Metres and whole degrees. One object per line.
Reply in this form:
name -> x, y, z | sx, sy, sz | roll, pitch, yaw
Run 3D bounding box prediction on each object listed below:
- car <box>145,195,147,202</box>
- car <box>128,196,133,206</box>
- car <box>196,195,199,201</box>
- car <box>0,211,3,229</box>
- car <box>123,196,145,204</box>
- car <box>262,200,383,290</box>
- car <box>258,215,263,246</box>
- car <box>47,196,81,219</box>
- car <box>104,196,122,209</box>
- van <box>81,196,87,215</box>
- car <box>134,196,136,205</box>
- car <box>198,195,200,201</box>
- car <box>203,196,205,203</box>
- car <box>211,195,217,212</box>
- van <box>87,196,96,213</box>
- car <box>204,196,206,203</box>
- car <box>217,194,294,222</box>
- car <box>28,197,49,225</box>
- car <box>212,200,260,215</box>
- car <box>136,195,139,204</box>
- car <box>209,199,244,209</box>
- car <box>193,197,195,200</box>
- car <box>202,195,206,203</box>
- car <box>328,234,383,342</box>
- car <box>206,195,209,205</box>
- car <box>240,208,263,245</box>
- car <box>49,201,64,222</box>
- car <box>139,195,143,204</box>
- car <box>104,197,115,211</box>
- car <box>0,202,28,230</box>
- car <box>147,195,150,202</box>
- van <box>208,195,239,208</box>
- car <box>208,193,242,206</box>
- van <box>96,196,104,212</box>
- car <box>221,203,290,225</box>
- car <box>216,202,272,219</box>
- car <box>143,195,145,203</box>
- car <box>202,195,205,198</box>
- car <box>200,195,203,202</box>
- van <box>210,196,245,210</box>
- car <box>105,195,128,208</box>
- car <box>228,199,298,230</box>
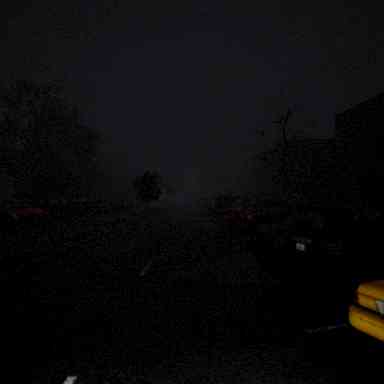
car -> -13.398, 1.903, 74.680 | 5.008, 1.535, 2.097 | -1, 0, -22
car -> -12.907, 1.794, 53.999 | 5.366, 1.575, 1.946 | -1, -1, -20
car -> 4.635, 1.664, 80.288 | 5.566, 2.045, 2.435 | 1, 0, -23
car -> -13.230, 1.650, 17.818 | 4.792, 1.488, 2.163 | -1, -1, -20
car -> -13.550, 1.794, 77.633 | 4.553, 1.767, 2.185 | -1, -1, -22
car -> 4.846, 1.317, 8.010 | 5.566, 2.045, 2.435 | 1, -1, -19
car -> 4.848, 1.630, 11.009 | 4.674, 1.452, 2.002 | 1, 0, -19
car -> -13.212, 1.430, 30.114 | 5.566, 2.045, 2.435 | -1, 0, -20
car -> -13.070, 1.799, 47.997 | 4.792, 1.488, 2.163 | -1, -1, -20
van -> -13.060, 1.469, 33.144 | 4.442, 1.987, 1.878 | -1, -1, -20
car -> -13.072, 1.703, 59.878 | 4.553, 1.767, 2.185 | -1, 0, -20
car -> 4.781, 1.902, 77.282 | 5.008, 1.535, 2.097 | 1, 0, -22
car -> 5.131, 1.822, 59.163 | 5.008, 1.535, 2.097 | 1, 0, -20
car -> 4.974, 1.428, 29.064 | 5.566, 2.045, 2.435 | 1, 0, -20
van -> -13.047, 1.484, 36.121 | 4.442, 1.987, 1.878 | -1, -1, -20
car -> 5.299, 1.808, 56.219 | 5.366, 1.575, 1.946 | 1, -1, -20
car -> 4.936, 1.399, 23.050 | 5.566, 2.045, 2.435 | 1, 0, -20
car -> -13.186, 1.526, 24.179 | 4.553, 1.767, 2.185 | -1, 0, -20
car -> 5.051, 1.723, 38.093 | 5.008, 1.535, 2.097 | 1, 0, -20
car -> -13.120, 1.844, 62.833 | 5.008, 1.535, 2.097 | -1, 0, -20
car -> 5.140, 1.810, 50.136 | 4.792, 1.488, 2.163 | 1, -1, -20
car -> 3.796, 1.983, 95.383 | 4.892, 1.521, 2.231 | 1, 0, -24
car -> 5.091, 1.836, 62.181 | 4.892, 1.521, 2.231 | 1, -1, -21
car -> 4.964, 1.538, 5.033 | 5.366, 1.575, 1.946 | 1, -1, -19
car -> 5.093, 1.486, 41.113 | 5.566, 2.045, 2.435 | 1, -1, -20
car -> 4.882, 1.608, 14.034 | 5.008, 1.535, 2.097 | 1, 0, -19
car -> -13.201, 1.707, 27.151 | 4.674, 1.452, 2.002 | -1, -1, -20
car -> -13.262, 1.904, 68.743 | 4.792, 1.488, 2.163 | -1, 0, -21
car -> -12.949, 1.735, 42.097 | 5.366, 1.575, 1.946 | -1, -1, -20
car -> -13.265, 1.512, 21.189 | 4.553, 1.767, 2.185 | -1, -1, -20
car -> -13.768, 1.823, 83.566 | 4.553, 1.767, 2.185 | -1, 0, -23
van -> 5.018, 1.566, 53.094 | 4.442, 1.987, 1.878 | 1, 0, -20
car -> 5.058, 1.457, 35.105 | 5.566, 2.045, 2.435 | 1, -1, -20
van -> -13.034, 1.498, 39.100 | 4.442, 1.987, 1.878 | -1, -1, -20
car -> 4.951, 1.694, 26.059 | 4.792, 1.488, 2.163 | 1, 0, -20
car -> 4.986, 1.723, 32.071 | 4.792, 1.488, 2.163 | 1, 0, -20
car -> -13.282, 1.918, 71.737 | 4.792, 1.488, 2.163 | -1, -1, -21
car -> 5.048, 1.723, 65.201 | 4.553, 1.767, 2.185 | 1, -1, -21
car -> 4.953, 1.875, 71.247 | 5.008, 1.535, 2.097 | 1, -1, -22
van -> 4.994, 1.538, 47.069 | 4.442, 1.987, 1.878 | 1, 0, -20
car -> -13.112, 1.533, 50.947 | 5.566, 2.045, 2.435 | -1, 0, -20
car -> 4.903, 1.511, 20.053 | 4.553, 1.767, 2.185 | 1, -1, -20
